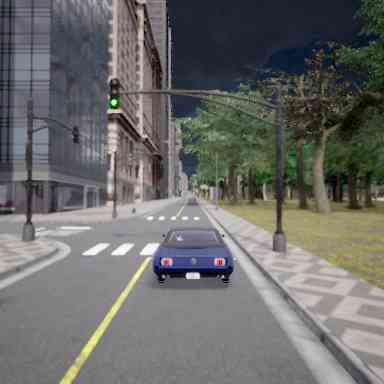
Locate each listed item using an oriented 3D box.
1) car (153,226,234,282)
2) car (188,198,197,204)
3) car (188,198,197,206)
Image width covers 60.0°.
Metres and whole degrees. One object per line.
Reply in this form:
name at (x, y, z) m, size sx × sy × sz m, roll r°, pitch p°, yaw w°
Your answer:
car at (0.047, 1.643, 9.838) m, size 1.895 × 1.301 × 4.718 m, roll 0°, pitch 0°, yaw 0°
car at (0.015, 2.054, 78.411) m, size 2.033 × 1.411 × 5.357 m, roll 0°, pitch 0°, yaw 0°
car at (0.100, 1.958, 65.384) m, size 2.033 × 1.411 × 5.357 m, roll 0°, pitch 0°, yaw -1°
